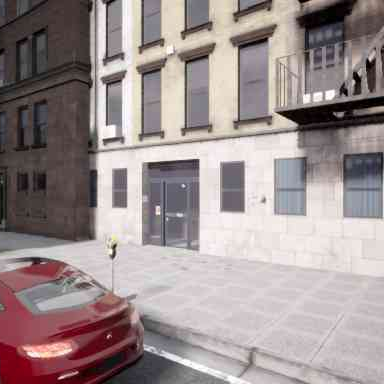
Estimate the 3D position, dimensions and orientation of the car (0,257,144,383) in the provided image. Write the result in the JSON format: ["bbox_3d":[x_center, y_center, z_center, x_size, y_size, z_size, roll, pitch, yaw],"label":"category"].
[{"bbox_3d":[-2.504,1.582,4.596,4.206,1.307,1.802,0,0,36],"label":"car"}]
